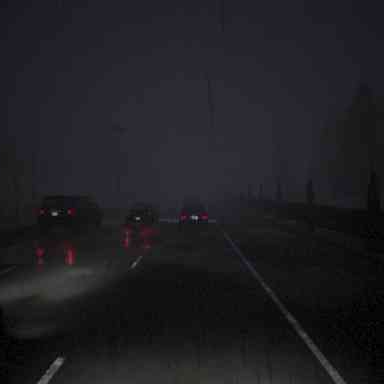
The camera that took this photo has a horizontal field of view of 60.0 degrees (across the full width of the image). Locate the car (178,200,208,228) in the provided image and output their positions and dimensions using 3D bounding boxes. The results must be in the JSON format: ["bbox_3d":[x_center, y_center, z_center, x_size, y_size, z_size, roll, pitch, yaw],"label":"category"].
[{"bbox_3d":[0.074,1.512,21.617,2.033,1.411,5.357,0,0,0],"label":"car"}]

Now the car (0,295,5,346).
[{"bbox_3d":[-3.426,1.488,2.504,2.128,1.511,4.902,0,0,0],"label":"car"}]

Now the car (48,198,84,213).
[{"bbox_3d":[-14.147,1.490,37.690,2.033,1.411,5.357,0,0,0],"label":"car"}]

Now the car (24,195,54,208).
[{"bbox_3d":[-21.140,1.283,46.143,2.097,1.767,4.553,0,0,0],"label":"car"}]

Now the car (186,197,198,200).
[{"bbox_3d":[0.045,1.409,41.620,1.882,1.535,5.008,0,0,0],"label":"car"}]

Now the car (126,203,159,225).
[{"bbox_3d":[-3.430,1.488,23.334,1.812,1.442,4.674,0,0,0],"label":"car"}]

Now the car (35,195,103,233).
[{"bbox_3d":[-6.925,1.191,19.457,2.150,2.045,5.566,0,0,0],"label":"car"}]
